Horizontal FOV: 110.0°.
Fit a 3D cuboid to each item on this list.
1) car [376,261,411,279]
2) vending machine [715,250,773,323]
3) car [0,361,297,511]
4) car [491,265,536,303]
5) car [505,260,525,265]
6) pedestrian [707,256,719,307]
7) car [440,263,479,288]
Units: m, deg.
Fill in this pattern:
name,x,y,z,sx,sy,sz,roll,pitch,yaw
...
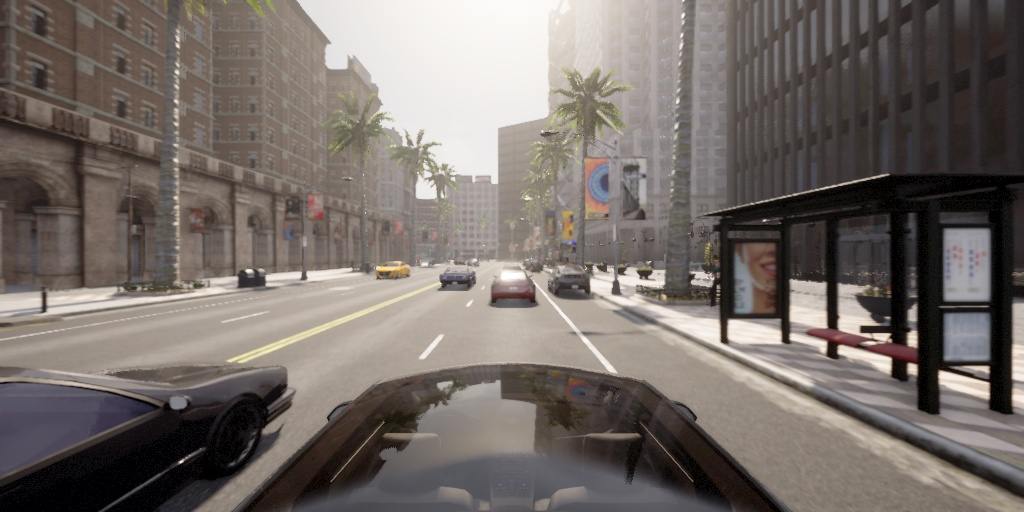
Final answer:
name,x,y,z,sx,sy,sz,roll,pitch,yaw
car,-10.668,1.234,32.452,1.882,1.535,5.008,0,0,0
vending machine,7.365,0.932,11.422,1.100,2.100,0.880,0,0,0
car,-3.407,1.302,1.653,2.033,1.411,5.357,0,0,0
car,0.059,1.309,16.788,1.994,1.385,4.181,0,0,0
car,0.013,1.340,36.761,1.895,1.301,4.718,0,0,0
pedestrian,7.154,0.878,12.472,0.375,1.860,0.375,0,0,0
car,-3.453,1.349,23.897,1.895,1.301,4.718,0,0,0
